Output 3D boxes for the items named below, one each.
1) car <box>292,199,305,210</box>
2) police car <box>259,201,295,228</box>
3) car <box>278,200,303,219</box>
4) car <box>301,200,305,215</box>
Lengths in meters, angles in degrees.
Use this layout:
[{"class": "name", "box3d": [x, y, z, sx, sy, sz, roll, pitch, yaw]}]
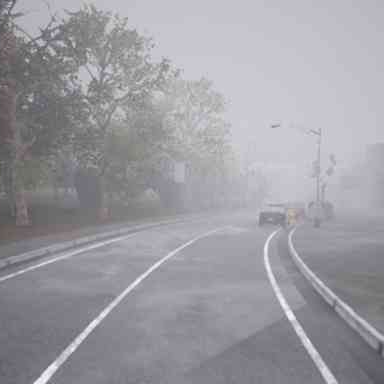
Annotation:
[{"class": "car", "box3d": [19.420, 2.237, 60.678, 2.097, 1.767, 4.553, 2, 0, 20]}, {"class": "police car", "box3d": [6.671, 1.822, 26.450, 1.930, 1.638, 5.238, 2, 0, 22]}, {"class": "car", "box3d": [10.505, 2.002, 35.820, 1.801, 1.575, 5.366, 2, 0, 22]}, {"class": "car", "box3d": [12.708, 1.983, 41.195, 2.097, 1.767, 4.553, 2, 0, 22]}]
